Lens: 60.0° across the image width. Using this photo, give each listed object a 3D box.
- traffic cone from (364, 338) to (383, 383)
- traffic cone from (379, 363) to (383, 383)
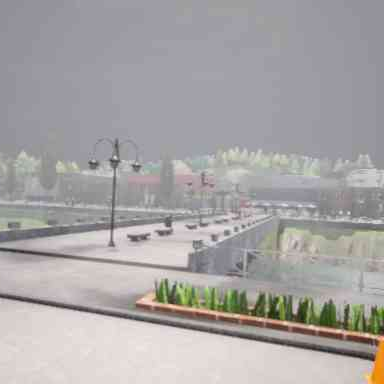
[{"bbox_3d":[2.461,2.200,4.321,0.340,0.580,0.340,2,-2,18],"label":"traffic cone"},{"bbox_3d":[2.153,2.160,3.371,0.340,0.580,0.340,2,-2,18],"label":"traffic cone"}]
